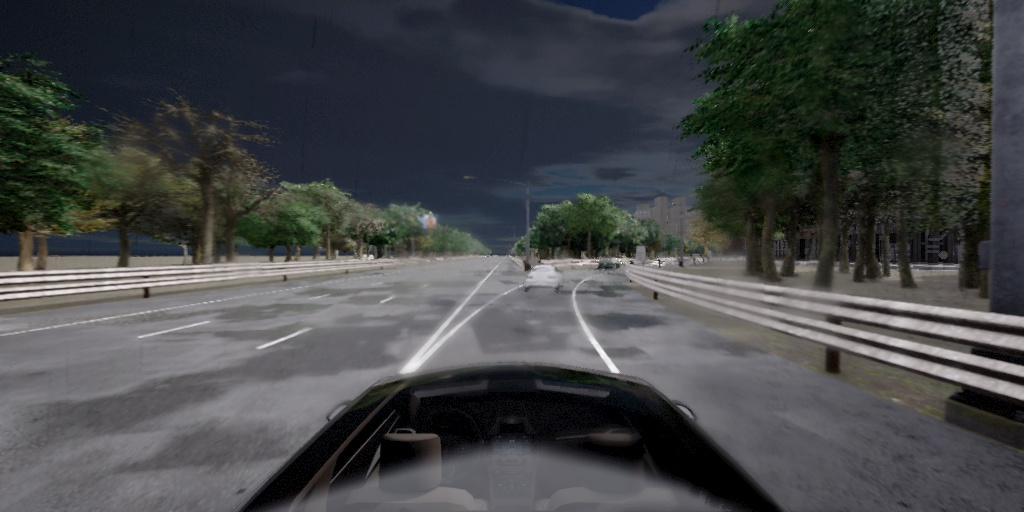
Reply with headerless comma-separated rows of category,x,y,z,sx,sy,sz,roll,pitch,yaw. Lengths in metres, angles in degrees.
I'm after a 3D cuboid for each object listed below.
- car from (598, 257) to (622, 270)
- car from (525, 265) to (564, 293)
car,13.207,0.962,48.255,2.097,1.767,4.553,1,0,32
car,1.899,1.222,20.325,1.812,1.442,4.674,0,0,12
